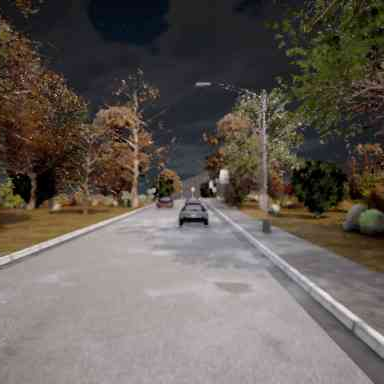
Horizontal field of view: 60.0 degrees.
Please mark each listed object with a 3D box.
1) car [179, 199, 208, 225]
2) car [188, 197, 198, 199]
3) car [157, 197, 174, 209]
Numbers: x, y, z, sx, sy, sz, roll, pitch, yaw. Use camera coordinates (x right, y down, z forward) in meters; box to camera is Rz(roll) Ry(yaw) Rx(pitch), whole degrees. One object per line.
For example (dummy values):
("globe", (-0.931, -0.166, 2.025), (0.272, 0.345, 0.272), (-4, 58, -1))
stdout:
("car", (0.106, 1.467, 23.376), (1.994, 1.385, 4.181), (0, 0, 0))
("car", (0.110, 1.369, 42.143), (1.994, 1.385, 4.181), (0, 0, 0))
("car", (-3.326, 1.368, 42.189), (1.994, 1.385, 4.181), (0, 0, 0))
